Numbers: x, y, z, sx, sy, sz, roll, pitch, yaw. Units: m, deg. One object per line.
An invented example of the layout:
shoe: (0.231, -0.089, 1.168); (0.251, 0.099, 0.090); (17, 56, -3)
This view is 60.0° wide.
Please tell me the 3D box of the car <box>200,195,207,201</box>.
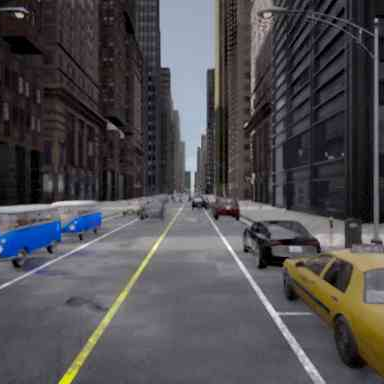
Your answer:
car: (2.829, 1.563, 84.192); (1.752, 1.417, 4.829); (0, 0, 0)

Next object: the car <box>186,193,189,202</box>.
car: (0.062, 1.547, 77.425); (1.812, 1.442, 4.674); (0, 0, 0)

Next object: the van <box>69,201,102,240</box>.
van: (-5.749, 1.341, 16.595); (1.690, 1.788, 3.998); (0, 0, 0)

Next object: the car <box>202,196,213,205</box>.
car: (2.812, 1.546, 61.717); (1.752, 1.417, 4.829); (0, 0, 0)

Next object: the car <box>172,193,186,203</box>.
car: (-2.956, 1.529, 67.391); (2.128, 1.511, 4.902); (0, 0, 0)

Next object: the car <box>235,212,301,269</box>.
car: (2.772, 1.565, 10.978); (1.947, 1.339, 4.313); (0, 0, 0)

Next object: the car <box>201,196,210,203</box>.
car: (2.821, 1.610, 72.785); (1.802, 1.307, 4.206); (0, 0, 0)

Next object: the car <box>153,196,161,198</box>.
car: (-5.727, 1.554, 44.686); (1.887, 1.381, 4.507); (0, 0, 0)

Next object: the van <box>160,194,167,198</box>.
van: (-5.718, 1.358, 55.923); (1.690, 1.788, 3.998); (0, 0, 0)

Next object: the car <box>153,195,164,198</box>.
car: (-5.722, 1.558, 50.304); (1.887, 1.381, 4.507); (0, 0, 0)

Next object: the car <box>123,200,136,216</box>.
car: (-5.736, 1.529, 33.279); (1.752, 1.417, 4.829); (0, 0, 0)

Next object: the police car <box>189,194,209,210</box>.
police car: (0.934, 1.434, 43.169); (1.930, 1.638, 5.238); (0, 0, 0)

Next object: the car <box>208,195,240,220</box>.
car: (2.785, 1.317, 27.835); (2.192, 1.841, 5.009); (0, 0, 0)

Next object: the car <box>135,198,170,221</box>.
car: (-3.077, 1.506, 27.066); (1.837, 1.490, 4.892); (0, 0, 0)

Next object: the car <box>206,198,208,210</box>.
car: (2.789, 1.555, 33.453); (2.008, 1.369, 4.403); (0, 0, 0)

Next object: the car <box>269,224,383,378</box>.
car: (2.767, 1.525, 5.529); (1.752, 1.417, 4.829); (0, 0, 0)

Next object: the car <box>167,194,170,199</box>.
car: (-5.713, 1.571, 61.541); (2.008, 1.369, 4.403); (0, 0, 0)

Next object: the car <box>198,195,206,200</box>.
car: (2.838, 1.616, 95.260); (1.947, 1.339, 4.313); (0, 0, 0)

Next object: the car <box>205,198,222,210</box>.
car: (2.798, 1.560, 44.690); (2.008, 1.369, 4.403); (0, 0, 0)

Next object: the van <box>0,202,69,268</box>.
van: (-5.753, 1.340, 10.976); (1.690, 1.788, 3.998); (0, 0, 0)

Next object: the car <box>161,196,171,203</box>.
car: (-5.705, 1.553, 72.609); (1.752, 1.417, 4.829); (0, 0, 0)

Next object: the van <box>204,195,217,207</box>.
van: (2.803, 1.354, 50.309); (1.690, 1.788, 3.998); (0, 0, 0)

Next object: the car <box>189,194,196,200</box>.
car: (0.075, 1.392, 93.479); (1.882, 1.535, 5.008); (0, 0, 0)
